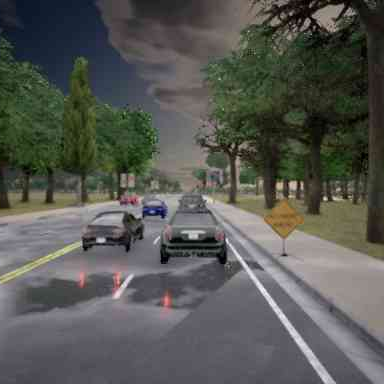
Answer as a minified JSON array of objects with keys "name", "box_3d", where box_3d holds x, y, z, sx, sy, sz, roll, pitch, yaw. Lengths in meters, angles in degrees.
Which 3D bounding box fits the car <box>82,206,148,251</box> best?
[{"name":"car","box_3d":[-3.184,1.524,13.984,1.812,1.442,4.674,0,0,0]}]

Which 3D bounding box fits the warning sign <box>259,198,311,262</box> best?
[{"name":"warning sign","box_3d":[2.840,1.116,10.315,1.300,1.860,1.060,0,0,0]}]

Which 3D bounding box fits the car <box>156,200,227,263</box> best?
[{"name":"car","box_3d":[0.058,1.351,12.140,2.097,1.767,4.553,0,0,0]}]

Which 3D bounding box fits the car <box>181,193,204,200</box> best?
[{"name":"car","box_3d":[0.026,1.205,26.931,2.150,2.045,5.566,0,0,0]}]

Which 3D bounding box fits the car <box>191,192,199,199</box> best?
[{"name":"car","box_3d":[0.728,1.031,90.315,2.097,1.767,4.553,0,0,0]}]

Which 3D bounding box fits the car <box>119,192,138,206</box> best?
[{"name":"car","box_3d":[-9.957,1.104,52.704,2.150,2.045,5.566,0,0,0]}]

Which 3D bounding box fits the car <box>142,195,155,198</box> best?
[{"name":"car","box_3d":[-6.709,1.236,52.404,2.097,1.767,4.553,0,0,0]}]

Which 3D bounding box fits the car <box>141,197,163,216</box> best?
[{"name":"car","box_3d":[-3.219,1.453,29.485,1.882,1.535,5.008,0,0,0]}]
